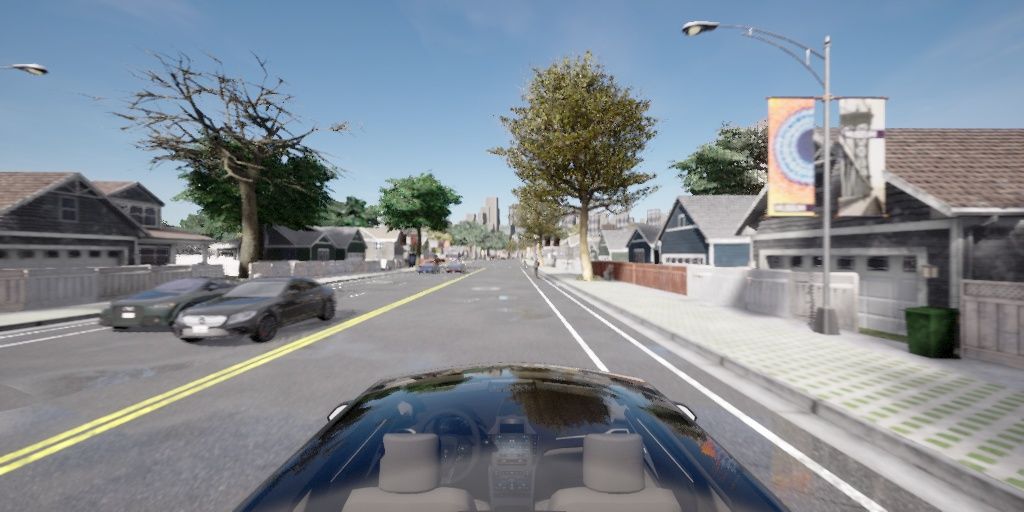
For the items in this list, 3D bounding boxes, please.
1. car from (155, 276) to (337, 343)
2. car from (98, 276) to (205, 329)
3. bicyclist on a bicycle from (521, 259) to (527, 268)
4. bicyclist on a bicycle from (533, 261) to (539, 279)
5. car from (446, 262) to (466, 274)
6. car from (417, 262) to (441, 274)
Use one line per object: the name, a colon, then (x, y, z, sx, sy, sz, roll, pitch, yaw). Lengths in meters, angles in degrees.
car: (-6.599, 1.301, 9.924, 1.812, 1.442, 4.674, 0, 0, 0)
car: (-9.848, 1.343, 11.194, 1.994, 1.385, 4.181, 0, 0, 0)
bicyclist on a bicycle: (2.260, 1.373, 61.412, 0.582, 1.620, 1.656, 0, 0, 0)
bicyclist on a bicycle: (2.256, 1.295, 33.410, 0.582, 1.620, 1.656, 0, 0, 0)
car: (-6.600, 1.417, 42.806, 2.033, 1.411, 5.357, 0, 0, 0)
car: (-9.849, 1.418, 42.806, 2.033, 1.411, 5.357, 0, 0, 0)
